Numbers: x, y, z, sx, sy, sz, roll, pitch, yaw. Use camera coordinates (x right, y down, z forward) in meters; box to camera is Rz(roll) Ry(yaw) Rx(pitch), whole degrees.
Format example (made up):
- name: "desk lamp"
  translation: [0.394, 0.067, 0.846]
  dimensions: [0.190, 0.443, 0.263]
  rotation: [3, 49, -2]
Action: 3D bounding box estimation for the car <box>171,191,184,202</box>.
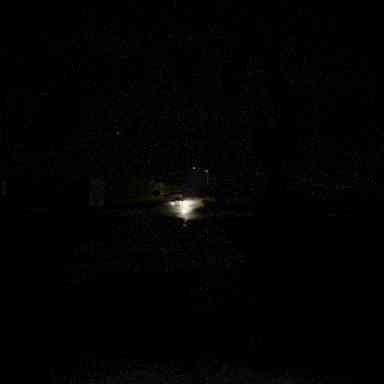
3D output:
- name: "car"
  translation: [-2.747, 0.871, 62.661]
  dimensions: [2.150, 2.045, 5.566]
  rotation: [0, 2, 0]
